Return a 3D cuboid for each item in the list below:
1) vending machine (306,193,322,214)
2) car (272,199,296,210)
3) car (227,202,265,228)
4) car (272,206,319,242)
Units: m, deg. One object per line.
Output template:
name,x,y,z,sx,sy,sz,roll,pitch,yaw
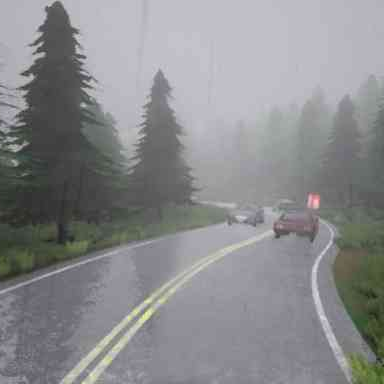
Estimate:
vending machine,13.354,1.227,36.413,1.100,2.100,0.880,6,5,0
car,9.753,1.499,35.364,1.837,1.490,4.892,1,0,3
car,3.708,1.429,22.018,2.128,1.511,4.902,3,1,20
car,5.587,1.686,17.465,1.895,1.301,4.718,3,1,24
